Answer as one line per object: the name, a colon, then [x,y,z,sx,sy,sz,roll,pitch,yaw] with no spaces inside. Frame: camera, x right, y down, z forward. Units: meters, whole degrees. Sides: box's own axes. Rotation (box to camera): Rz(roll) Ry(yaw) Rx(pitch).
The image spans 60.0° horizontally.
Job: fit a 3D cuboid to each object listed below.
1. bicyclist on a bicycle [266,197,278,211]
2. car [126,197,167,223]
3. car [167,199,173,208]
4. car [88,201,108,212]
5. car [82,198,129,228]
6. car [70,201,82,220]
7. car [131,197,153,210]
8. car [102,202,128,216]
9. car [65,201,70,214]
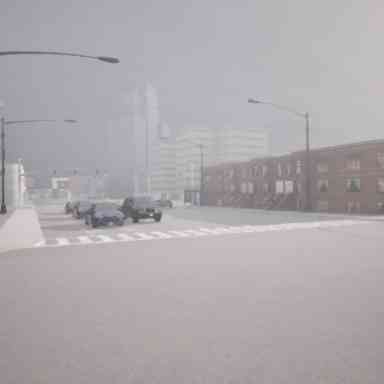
bicyclist on a bicycle: [9.136,1.399,38.007,1.656,1.620,0.582,-1,0,-26]
car: [-4.315,1.420,27.945,2.150,2.045,5.566,-1,0,-26]
car: [-4.603,1.837,52.988,1.837,1.490,4.892,-1,0,-26]
car: [-13.074,1.994,46.235,1.895,1.301,4.718,-1,0,-25]
car: [-6.344,1.554,24.100,2.097,1.767,4.553,-1,0,-26]
car: [-10.141,1.638,31.997,2.097,1.767,4.553,-1,0,-26]
car: [-7.745,1.711,51.444,2.097,1.767,4.553,-1,0,-26]
car: [-8.638,1.858,36.969,1.994,1.385,4.181,-1,0,-25]
car: [-14.637,1.877,41.374,2.128,1.511,4.902,-1,0,-25]
